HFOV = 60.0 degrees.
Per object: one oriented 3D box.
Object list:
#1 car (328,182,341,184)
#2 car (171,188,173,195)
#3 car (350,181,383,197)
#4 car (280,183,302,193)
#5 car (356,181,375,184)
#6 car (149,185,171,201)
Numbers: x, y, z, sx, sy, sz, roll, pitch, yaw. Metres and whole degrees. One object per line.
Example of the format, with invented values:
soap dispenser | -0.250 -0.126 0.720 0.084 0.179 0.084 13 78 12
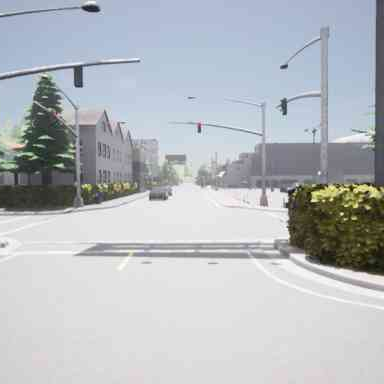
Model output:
car | 25.149 -1.053 59.569 2.152 1.636 5.027 -1 2 -1
car | -3.863 -0.215 48.469 2.128 1.511 4.902 -1 2 0
car | 22.149 -0.473 42.171 1.932 1.855 4.605 -1 2 -1
car | 15.130 -0.545 52.129 2.007 1.523 4.514 -1 2 -1
car | 18.925 -0.185 34.282 1.905 1.878 3.866 -1 2 -1
car | -3.819 0.122 38.339 1.882 1.535 5.008 -1 2 0
